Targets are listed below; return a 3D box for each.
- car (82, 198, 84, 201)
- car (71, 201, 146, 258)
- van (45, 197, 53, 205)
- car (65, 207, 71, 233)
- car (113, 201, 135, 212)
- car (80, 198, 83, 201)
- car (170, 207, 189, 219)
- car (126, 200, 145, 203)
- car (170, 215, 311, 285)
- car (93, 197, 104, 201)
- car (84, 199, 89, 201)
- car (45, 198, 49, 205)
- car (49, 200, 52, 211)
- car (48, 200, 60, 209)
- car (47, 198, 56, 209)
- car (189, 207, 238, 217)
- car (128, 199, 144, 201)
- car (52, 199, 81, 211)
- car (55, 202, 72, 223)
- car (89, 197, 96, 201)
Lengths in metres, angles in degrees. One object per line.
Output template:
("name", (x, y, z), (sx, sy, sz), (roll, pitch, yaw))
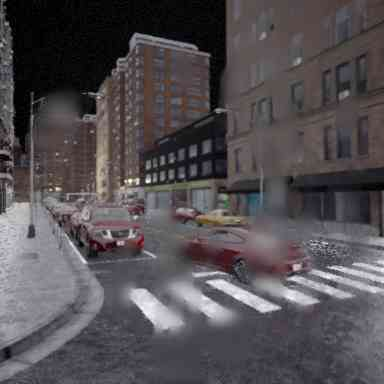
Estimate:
("car", (-23.667, 2.360, 77.196), (1.752, 1.417, 4.829), (1, -1, -25))
("car", (-3.523, 1.477, 13.827), (2.192, 1.841, 5.009), (1, -1, -25))
("van", (-35.954, 2.278, 83.382), (1.690, 1.788, 3.998), (1, -1, -25))
("car", (-5.842, 1.748, 18.791), (1.887, 1.381, 4.507), (1, -1, -25))
("car", (-9.695, 2.026, 47.229), (2.008, 1.369, 4.403), (1, -1, -25))
("car", (-28.227, 2.408, 86.981), (1.967, 1.590, 4.097), (1, -1, -25))
("car", (-0.430, 1.860, 27.354), (1.802, 1.307, 4.206), (1, -1, -25))
("car", (-6.654, 1.874, 34.373), (1.812, 1.442, 4.674), (0, -1, -25))
("car", (1.317, 1.691, 10.071), (1.812, 1.442, 4.674), (-3, 1, -34))
("car", (-16.716, 2.170, 62.289), (1.752, 1.417, 4.829), (1, -1, -25))
("car", (-21.276, 2.082, 72.076), (2.192, 1.841, 5.009), (1, -1, -25))
("car", (-22.056, 1.994, 53.571), (1.967, 1.590, 4.097), (1, -1, -25))
("car", (-15.108, 1.943, 38.664), (2.008, 1.369, 4.403), (1, -1, -25))
("car", (-24.301, 2.135, 58.383), (1.752, 1.417, 4.829), (1, -1, -25))
("car", (-19.740, 2.041, 48.600), (1.887, 1.381, 4.507), (1, -1, -25))
("car", (1.815, 1.761, 22.540), (1.752, 1.417, 4.829), (1, -1, -25))
("car", (-7.377, 1.738, 42.264), (2.192, 1.841, 5.009), (1, -1, -25))
("car", (-12.790, 1.782, 33.698), (1.967, 1.590, 4.097), (1, -1, -25))
("car", (-10.475, 1.838, 28.727), (1.887, 1.381, 4.507), (1, -1, -25))
("car", (-18.962, 2.255, 67.104), (2.008, 1.369, 4.403), (1, -1, -25))
